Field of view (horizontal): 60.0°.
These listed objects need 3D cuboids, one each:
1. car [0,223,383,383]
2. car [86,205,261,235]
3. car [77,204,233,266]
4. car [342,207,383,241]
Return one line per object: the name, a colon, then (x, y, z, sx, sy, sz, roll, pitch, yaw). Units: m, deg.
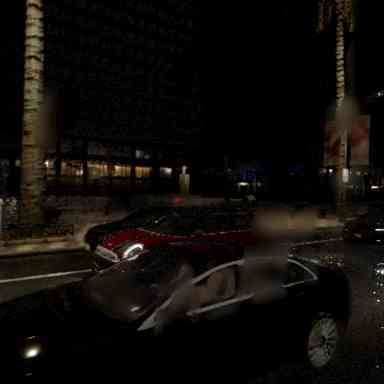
car: (-0.037, 1.401, 4.015, 4.902, 1.511, 2.128, 1, 1, -35)
car: (-0.054, 1.178, 8.252, 4.553, 1.767, 2.097, 1, 1, -35)
car: (-1.146, 1.255, 11.260, 4.786, 1.482, 2.161, 1, 1, -35)
car: (8.372, 1.396, 14.063, 5.008, 1.535, 1.882, 1, 1, -35)
